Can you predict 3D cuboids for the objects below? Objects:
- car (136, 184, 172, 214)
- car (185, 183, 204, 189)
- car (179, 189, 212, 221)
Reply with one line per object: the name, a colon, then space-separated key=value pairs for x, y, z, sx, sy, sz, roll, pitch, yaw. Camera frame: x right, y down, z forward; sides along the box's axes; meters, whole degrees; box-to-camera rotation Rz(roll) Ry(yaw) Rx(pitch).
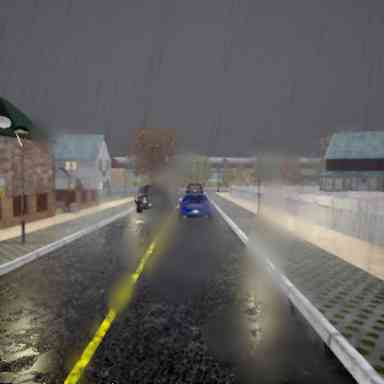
car: x=-2.705 y=0.426 z=24.714 sx=2.150 sy=2.045 sz=5.566 roll=0 pitch=2 yaw=0
car: x=0.331 y=-0.086 z=41.031 sx=2.150 sy=2.045 sz=5.566 roll=0 pitch=1 yaw=0
car: x=0.213 y=0.820 z=20.405 sx=1.882 sy=1.535 sz=5.008 roll=0 pitch=2 yaw=0
